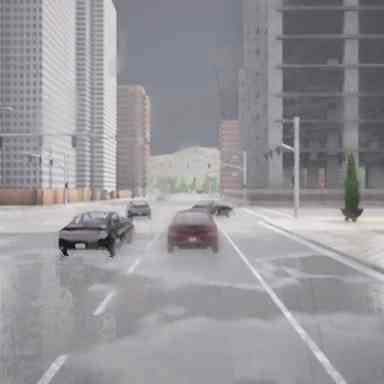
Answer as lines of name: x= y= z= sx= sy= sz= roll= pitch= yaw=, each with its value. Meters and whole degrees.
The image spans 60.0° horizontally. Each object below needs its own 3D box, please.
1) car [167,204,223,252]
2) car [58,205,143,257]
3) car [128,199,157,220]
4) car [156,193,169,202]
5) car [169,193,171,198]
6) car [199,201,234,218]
car: x=0.054 y=1.457 z=13.713 sx=1.882 sy=1.535 sz=5.008 roll=0 pitch=0 yaw=1
car: x=-3.455 y=1.473 z=12.801 sx=2.128 sy=1.511 sz=4.902 roll=0 pitch=0 yaw=1
car: x=-4.532 y=1.450 z=27.638 sx=2.128 sy=1.511 sz=4.902 roll=0 pitch=0 yaw=-15
car: x=-6.862 y=1.388 z=73.981 sx=1.837 sy=1.490 sz=4.892 roll=0 pitch=0 yaw=1
car: x=-6.609 y=0.981 z=89.675 sx=2.097 sy=1.767 sz=4.553 roll=0 pitch=0 yaw=1
car: x=1.785 y=1.450 z=27.295 sx=2.128 sy=1.511 sz=4.902 roll=0 pitch=0 yaw=31
